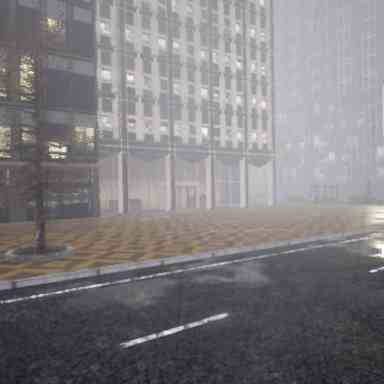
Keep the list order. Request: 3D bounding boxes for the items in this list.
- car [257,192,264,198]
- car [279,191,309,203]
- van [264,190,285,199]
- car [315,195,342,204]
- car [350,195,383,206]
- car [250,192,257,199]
[{"bbox_3d":[13.961,0.697,72.473,1.802,1.307,4.206,-1,1,-35],"label":"car"},{"bbox_3d":[16.718,1.021,53.656,1.947,1.339,4.313,-1,1,-35],"label":"car"},{"bbox_3d":[17.191,0.504,67.794,1.690,1.788,3.998,-1,1,-35],"label":"van"},{"bbox_3d":[19.902,1.086,48.948,1.802,1.307,4.206,-1,1,-35],"label":"car"},{"bbox_3d":[23.120,1.117,44.260,1.947,1.339,4.313,-1,1,-35],"label":"car"},{"bbox_3d":[10.299,0.859,67.752,1.895,1.301,4.718,-2,1,-35],"label":"car"}]
